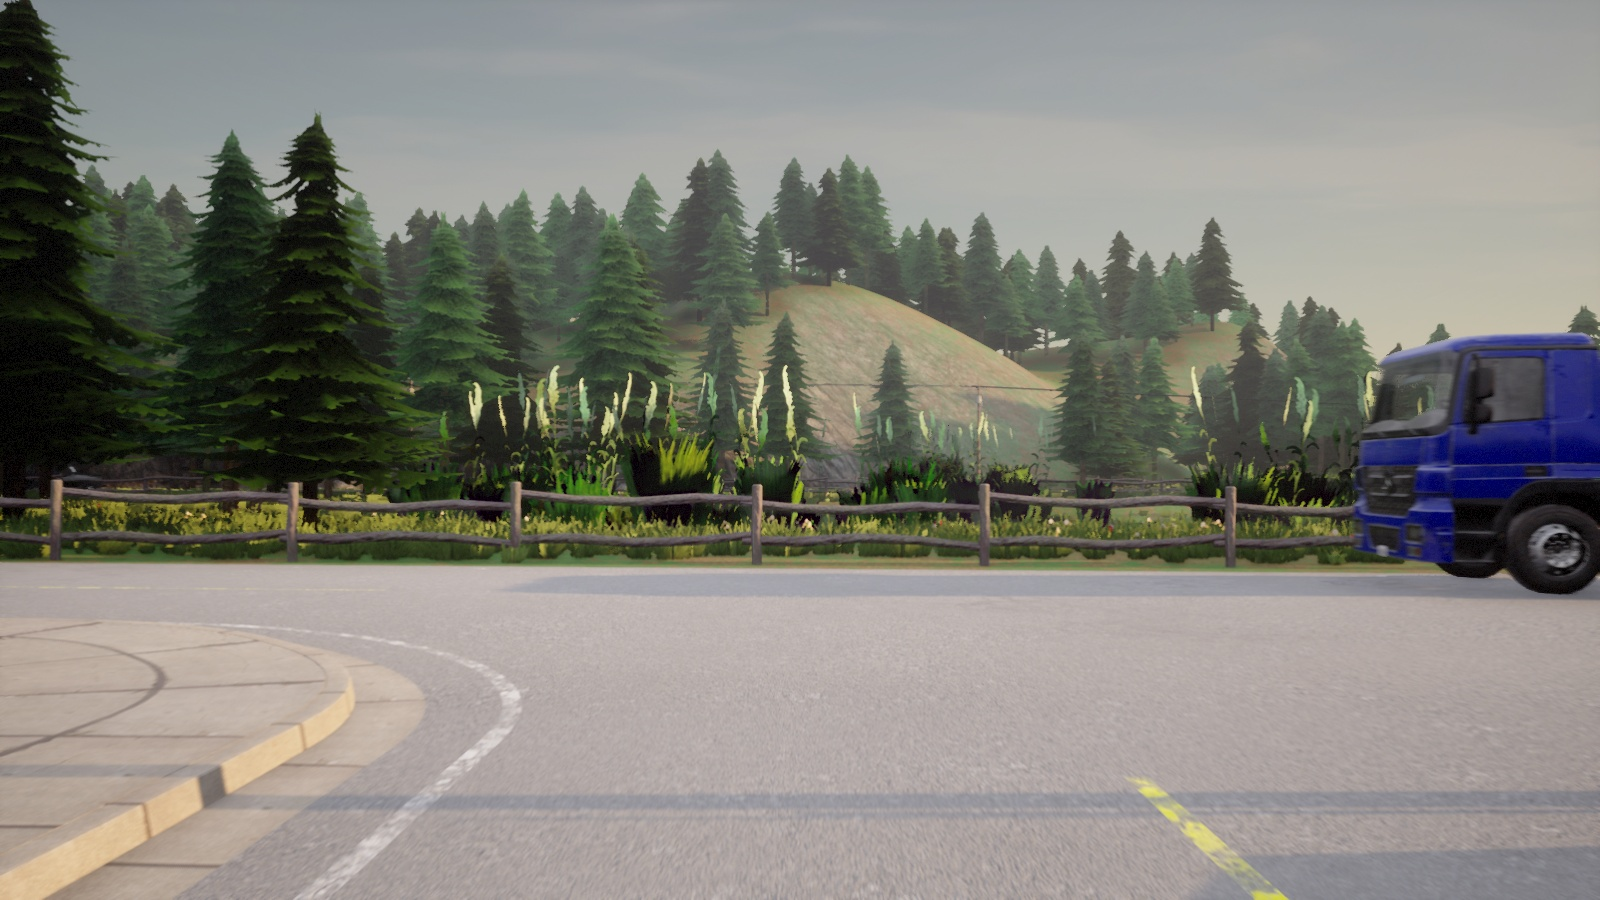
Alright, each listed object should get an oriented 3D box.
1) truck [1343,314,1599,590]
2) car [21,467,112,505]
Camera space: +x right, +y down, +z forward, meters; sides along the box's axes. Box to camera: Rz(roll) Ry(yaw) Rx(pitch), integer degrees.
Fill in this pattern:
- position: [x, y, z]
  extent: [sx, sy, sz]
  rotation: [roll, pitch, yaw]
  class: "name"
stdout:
- position: [11.985, 0.035, 17.034]
  extent: [7.936, 3.462, 2.891]
  rotation: [0, -1, 5]
  class: "truck"
- position: [-38.201, 1.860, 65.513]
  extent: [3.866, 1.878, 1.905]
  rotation: [0, -1, -23]
  class: "car"
